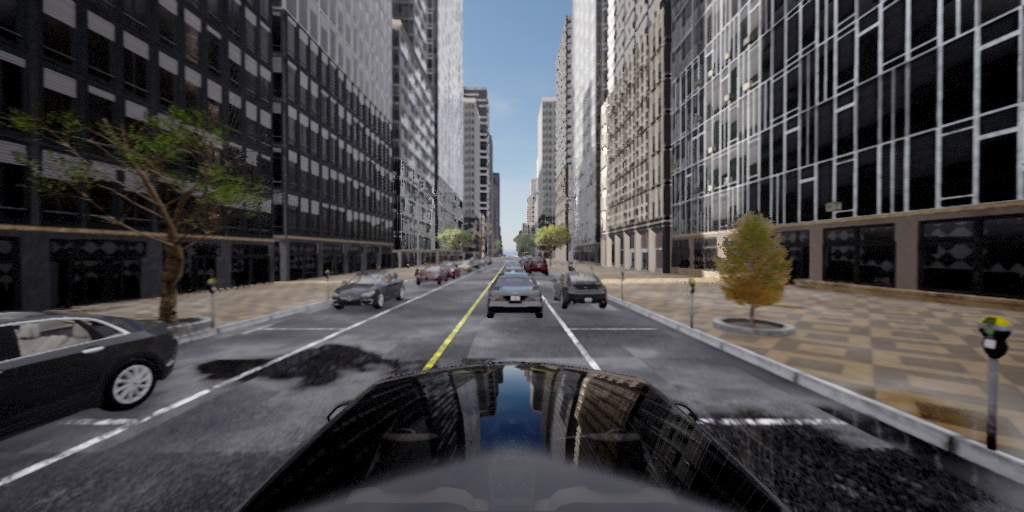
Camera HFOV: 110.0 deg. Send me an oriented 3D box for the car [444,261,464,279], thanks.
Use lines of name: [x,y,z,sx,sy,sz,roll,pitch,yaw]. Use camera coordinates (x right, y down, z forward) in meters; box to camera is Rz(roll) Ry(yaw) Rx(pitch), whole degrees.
car: [-5.715,1.181,31.807,1.967,1.591,4.097,0,0,0]

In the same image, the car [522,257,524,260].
car: [2.657,1.053,43.181,2.192,1.841,5.009,0,0,0]

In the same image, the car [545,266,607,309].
car: [2.679,1.297,14.762,2.007,1.370,4.403,0,0,0]

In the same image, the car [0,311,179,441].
car: [-5.694,1.300,3.389,2.007,1.370,4.403,0,0,0]

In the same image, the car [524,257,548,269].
car: [2.661,1.054,37.497,2.192,1.841,5.009,0,0,0]

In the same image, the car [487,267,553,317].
car: [0.093,1.294,13.070,2.033,1.411,5.357,0,0,0]

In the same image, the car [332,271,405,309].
car: [-5.702,1.297,14.756,2.007,1.370,4.403,0,0,0]

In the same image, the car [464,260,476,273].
car: [-5.723,1.263,43.005,1.751,1.417,4.829,0,0,0]

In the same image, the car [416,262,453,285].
car: [-5.711,1.325,26.123,1.802,1.307,4.207,0,0,0]

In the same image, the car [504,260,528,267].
car: [0.078,1.289,31.784,2.033,1.411,5.357,0,0,0]

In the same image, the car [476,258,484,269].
car: [-5.733,1.299,54.542,1.948,1.339,4.313,0,0,0]
